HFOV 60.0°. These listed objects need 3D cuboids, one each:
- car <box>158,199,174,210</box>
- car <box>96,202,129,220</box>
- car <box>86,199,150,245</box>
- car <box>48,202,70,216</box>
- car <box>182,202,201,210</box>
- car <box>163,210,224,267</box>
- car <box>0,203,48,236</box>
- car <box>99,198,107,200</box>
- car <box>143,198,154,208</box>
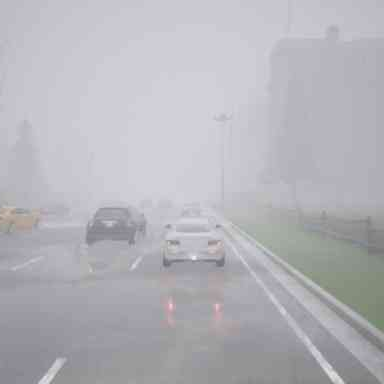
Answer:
[{"bbox_3d":[-3.641,1.685,46.162,1.837,1.490,4.892,0,-1,0],"label":"car"},{"bbox_3d":[-7.048,1.682,29.820,1.994,1.385,4.181,0,0,0],"label":"car"},{"bbox_3d":[-3.468,1.417,16.067,2.097,1.767,4.553,0,0,0],"label":"car"},{"bbox_3d":[-14.075,1.699,34.180,1.994,1.385,4.181,0,0,0],"label":"car"},{"bbox_3d":[-0.079,1.740,35.243,1.895,1.301,4.718,0,0,0],"label":"car"},{"bbox_3d":[0.045,1.571,11.538,1.812,1.442,4.674,0,0,0],"label":"car"},{"bbox_3d":[-10.485,1.554,19.167,1.882,1.535,5.008,0,0,0],"label":"car"},{"bbox_3d":[-14.190,1.717,54.479,1.837,1.490,4.892,0,-1,0],"label":"car"},{"bbox_3d":[-7.183,1.713,53.352,1.837,1.490,4.892,0,-1,0],"label":"car"}]
